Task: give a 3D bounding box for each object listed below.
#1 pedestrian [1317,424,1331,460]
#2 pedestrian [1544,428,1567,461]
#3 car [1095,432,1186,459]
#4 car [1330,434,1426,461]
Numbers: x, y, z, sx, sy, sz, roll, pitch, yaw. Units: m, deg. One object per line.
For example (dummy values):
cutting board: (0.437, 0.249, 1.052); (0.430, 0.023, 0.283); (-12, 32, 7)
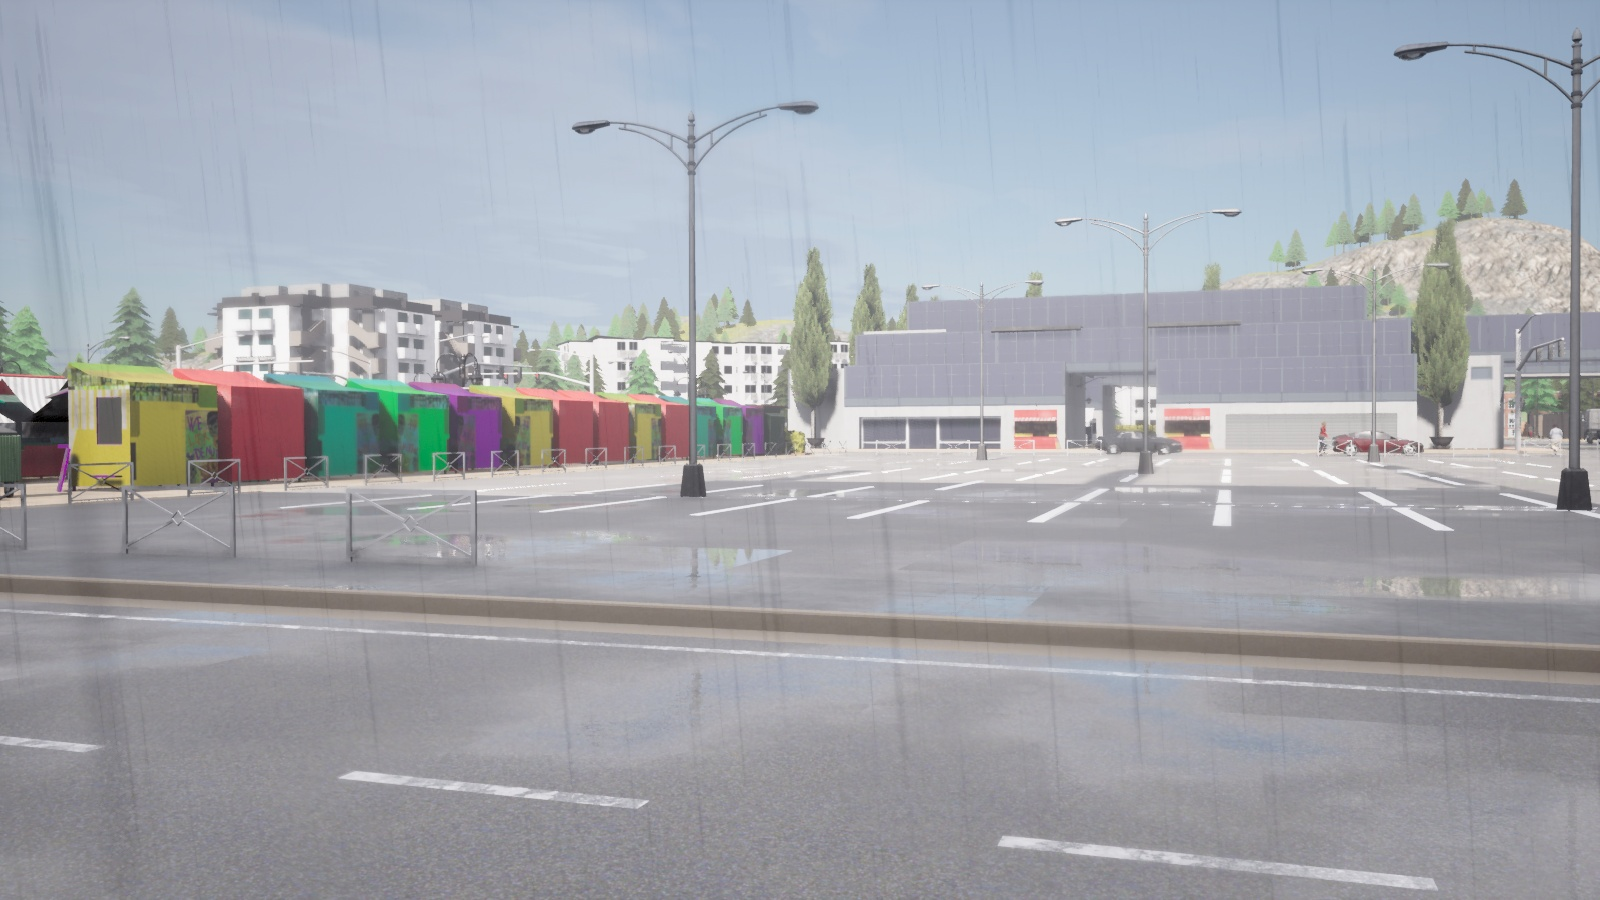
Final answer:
pedestrian: (27.129, -0.399, 65.062); (0.636, 1.846, 0.331); (1, 1, 19)
pedestrian: (43.242, -0.328, 71.907); (0.874, 1.855, 0.900); (0, 1, 12)
car: (19.792, -0.256, 73.008); (4.902, 1.511, 2.128); (1, 1, 20)
car: (32.991, -0.145, 71.838); (4.792, 1.488, 2.163); (1, 1, 20)
